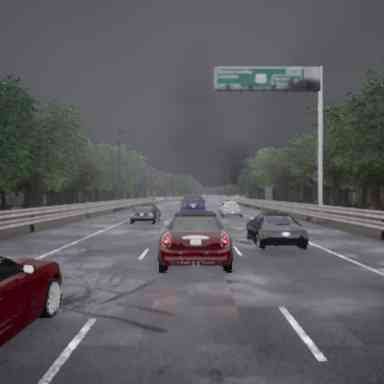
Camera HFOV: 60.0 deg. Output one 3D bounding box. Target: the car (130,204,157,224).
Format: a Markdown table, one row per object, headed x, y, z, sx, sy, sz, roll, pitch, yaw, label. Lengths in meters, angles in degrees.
| x | y | z | sx | sy | sz | roll | pitch | yaw | label |
| --- | --- | --- | --- | --- | --- | --- | --- | --- | --- |
| -3.406 | 1.592 | 24.993 | 2.033 | 1.411 | 5.357 | 0 | 0 | 0 | car |

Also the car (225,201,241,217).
| x | y | z | sx | sy | sz | roll | pitch | yaw | label |
| --- | --- | --- | --- | --- | --- | --- | --- | --- | --- |
| 3.595 | 1.595 | 31.622 | 1.812 | 1.442 | 4.674 | 0 | 0 | 0 | car |

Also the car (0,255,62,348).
| x | y | z | sx | sy | sz | roll | pitch | yaw | label |
| --- | --- | --- | --- | --- | --- | --- | --- | --- | --- |
| -3.400 | 1.483 | 4.363 | 1.882 | 1.535 | 5.008 | 0 | 0 | 0 | car |

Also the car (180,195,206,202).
| x | y | z | sx | sy | sz | roll | pitch | yaw | label |
| --- | --- | --- | --- | --- | --- | --- | --- | --- | --- |
| 0.095 | 1.283 | 29.871 | 2.150 | 2.045 | 5.566 | 0 | 0 | 0 | car |

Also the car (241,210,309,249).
| x | y | z | sx | sy | sz | roll | pitch | yaw | label |
| --- | --- | --- | --- | --- | --- | --- | --- | --- | --- |
| 3.599 | 1.584 | 14.738 | 1.994 | 1.385 | 4.181 | 0 | 0 | 0 | car |

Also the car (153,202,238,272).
| x | y | z | sx | sy | sz | roll | pitch | yaw | label |
| --- | --- | --- | --- | --- | --- | --- | --- | --- | --- |
| 0.099 | 1.366 | 11.042 | 2.097 | 1.767 | 4.553 | 0 | 0 | 0 | car |
